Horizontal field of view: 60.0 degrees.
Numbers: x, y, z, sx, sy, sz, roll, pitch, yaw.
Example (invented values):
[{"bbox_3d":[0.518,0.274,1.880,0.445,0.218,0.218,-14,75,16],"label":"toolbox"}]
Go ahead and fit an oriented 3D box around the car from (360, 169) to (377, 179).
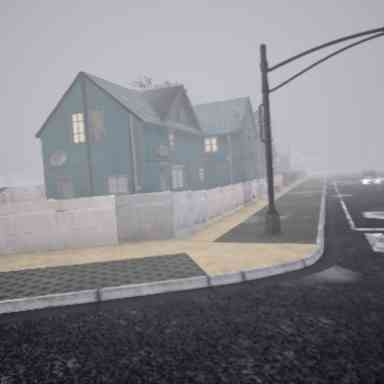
[{"bbox_3d":[25.572,-2.701,48.252,1.895,1.301,4.718,-3,3,22],"label":"car"}]
